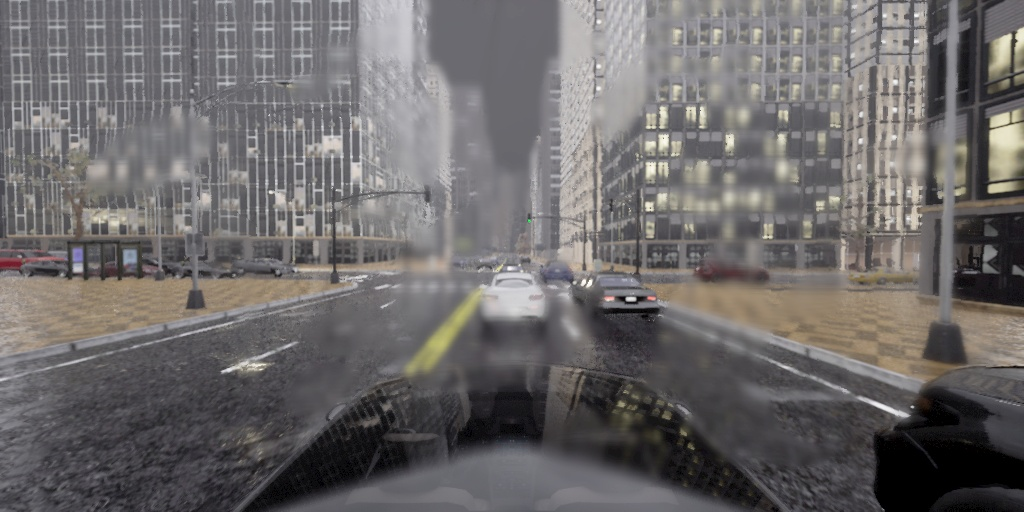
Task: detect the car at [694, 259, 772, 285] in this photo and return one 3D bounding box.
[{"bbox_3d":[16.103,1.151,26.377,5.009,1.841,2.192,0,0,1],"label":"car"}]

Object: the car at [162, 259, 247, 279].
[{"bbox_3d":[-22.824,1.050,26.758,4.313,1.339,1.948,0,0,1],"label":"car"}]

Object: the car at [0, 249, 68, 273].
[{"bbox_3d":[-40.143,0.488,29.752,5.566,2.045,2.150,1,1,1],"label":"car"}]

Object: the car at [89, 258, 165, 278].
[{"bbox_3d":[-28.508,1.013,26.870,4.207,1.307,1.802,0,0,1],"label":"car"}]

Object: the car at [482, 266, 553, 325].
[{"bbox_3d":[0.064,1.223,11.412,1.812,1.442,4.674,0,0,0],"label":"car"}]

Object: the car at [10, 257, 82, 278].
[{"bbox_3d":[-34.189,0.943,27.022,4.313,1.339,1.948,0,0,1],"label":"car"}]

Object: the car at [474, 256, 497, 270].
[{"bbox_3d":[-3.512,1.037,47.799,2.033,1.411,5.357,0,0,0],"label":"car"}]

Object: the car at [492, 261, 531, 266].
[{"bbox_3d":[0.030,1.242,23.373,2.033,1.411,5.357,0,-1,0],"label":"car"}]

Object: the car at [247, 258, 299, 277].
[{"bbox_3d":[-20.130,0.944,29.418,4.902,1.511,2.128,1,1,1],"label":"car"}]

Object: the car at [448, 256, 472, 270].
[{"bbox_3d":[-6.787,0.853,45.801,2.097,1.767,4.553,0,0,1],"label":"car"}]

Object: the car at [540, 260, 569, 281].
[{"bbox_3d":[3.265,1.067,26.916,2.097,1.767,4.553,0,1,0],"label":"car"}]

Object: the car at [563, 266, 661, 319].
[{"bbox_3d":[3.310,1.238,12.525,2.033,1.411,5.357,0,0,0],"label":"car"}]

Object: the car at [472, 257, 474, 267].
[{"bbox_3d":[-6.783,0.951,54.898,1.837,1.490,4.892,0,0,0],"label":"car"}]
